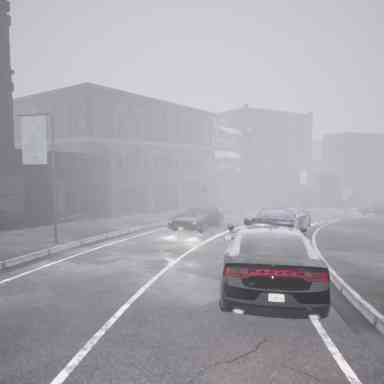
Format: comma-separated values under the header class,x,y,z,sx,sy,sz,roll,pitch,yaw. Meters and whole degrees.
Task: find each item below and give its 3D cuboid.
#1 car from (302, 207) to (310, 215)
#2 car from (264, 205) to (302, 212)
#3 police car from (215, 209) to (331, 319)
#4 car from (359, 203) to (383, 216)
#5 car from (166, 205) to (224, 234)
class,x,y,z,sx,sy,sz,roll,pitch,yaw
car,6.614,1.613,21.857,1.812,1.442,4.674,2,1,28
car,4.255,1.521,16.688,1.882,1.535,5.008,2,0,21
police car,1.744,1.433,7.673,1.930,1.638,5.238,1,0,10
car,22.472,2.106,40.390,5.357,1.411,2.033,2,3,-32
car,0.428,1.461,19.339,2.033,1.411,5.357,2,1,22
